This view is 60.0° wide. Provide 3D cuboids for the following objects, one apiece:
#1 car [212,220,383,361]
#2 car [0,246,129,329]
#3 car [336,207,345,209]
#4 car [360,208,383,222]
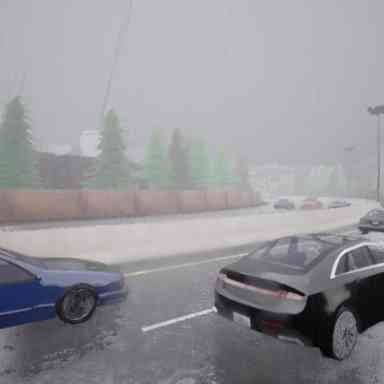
[{"bbox_3d":[2.564,1.507,6.003,4.902,1.511,2.128,0,0,-39],"label":"car"},{"bbox_3d":[-3.804,1.573,5.428,5.357,1.411,2.033,0,0,-36],"label":"car"},{"bbox_3d":[17.532,1.657,39.149,1.994,1.385,4.181,0,0,31],"label":"car"},{"bbox_3d":[10.821,1.587,18.347,2.033,1.411,5.357,0,0,43],"label":"car"}]
